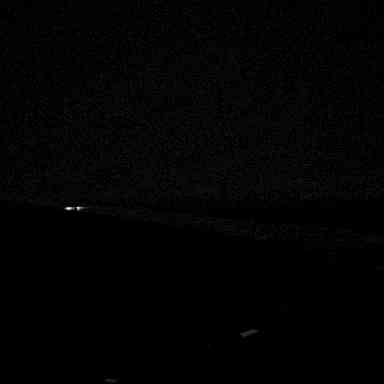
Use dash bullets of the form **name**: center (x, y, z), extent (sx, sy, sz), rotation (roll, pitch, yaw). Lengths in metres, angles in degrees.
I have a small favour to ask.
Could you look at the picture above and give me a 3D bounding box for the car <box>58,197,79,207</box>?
- **car**: center (-18.644, 1.510, 50.054), extent (2.033, 1.411, 5.357), rotation (-1, 1, -35)
